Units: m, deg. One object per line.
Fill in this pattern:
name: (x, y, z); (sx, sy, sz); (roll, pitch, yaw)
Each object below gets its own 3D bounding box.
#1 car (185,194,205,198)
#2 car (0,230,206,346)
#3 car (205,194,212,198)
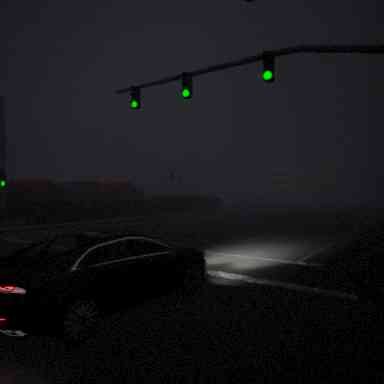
car: (-0.474, 1.156, 64.284); (4.605, 1.855, 1.932); (0, 0, 35)
car: (-1.554, 1.503, 6.551); (2.128, 1.511, 4.902); (0, 0, 35)
car: (2.723, 1.389, 68.857); (3.806, 1.475, 1.970); (0, 0, 35)
